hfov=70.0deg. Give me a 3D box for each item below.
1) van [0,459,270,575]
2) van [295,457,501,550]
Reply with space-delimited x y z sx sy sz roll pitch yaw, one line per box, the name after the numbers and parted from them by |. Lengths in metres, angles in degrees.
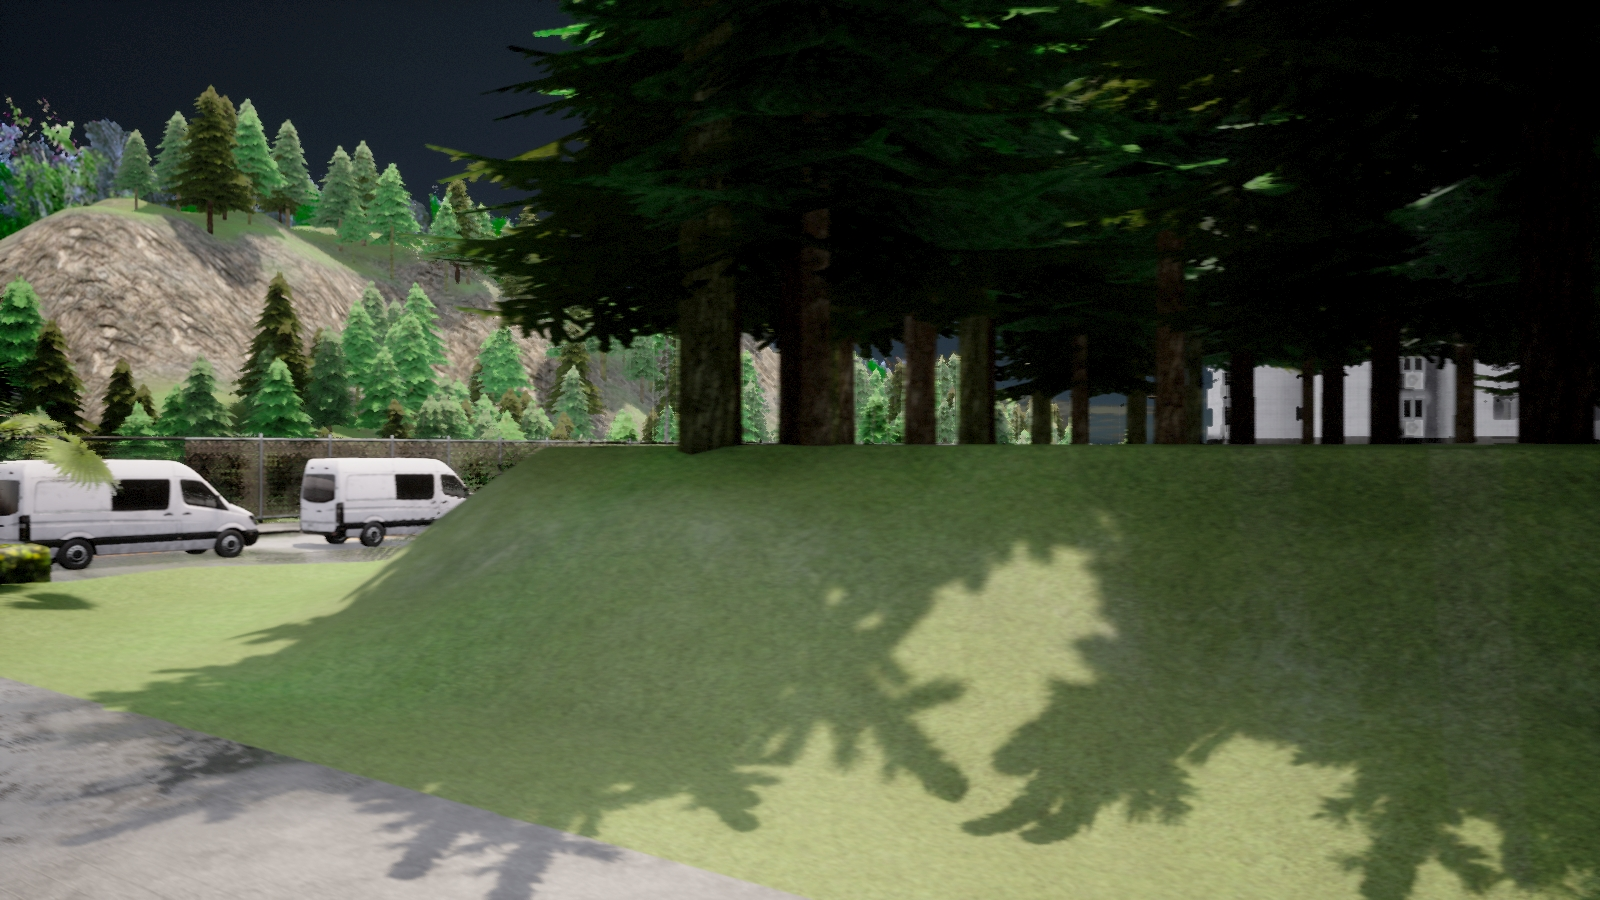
-16.661 1.523 28.648 1.988 2.561 5.915 0 0 35 | van
-12.101 1.523 34.914 1.988 2.561 5.915 0 0 34 | van
